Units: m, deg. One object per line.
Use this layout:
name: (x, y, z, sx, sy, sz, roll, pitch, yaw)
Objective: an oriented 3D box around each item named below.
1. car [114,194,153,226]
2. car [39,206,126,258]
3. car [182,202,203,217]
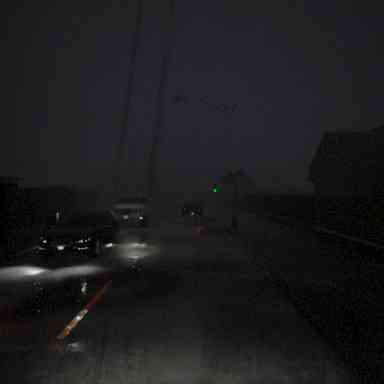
car: (-4.062, 1.182, 23.244, 2.150, 2.045, 5.566, 0, 0, 0)
car: (-4.084, 1.483, 12.784, 1.837, 1.490, 4.892, 0, 0, 0)
car: (0.064, 1.549, 30.559, 1.895, 1.301, 4.718, 0, 0, 0)
